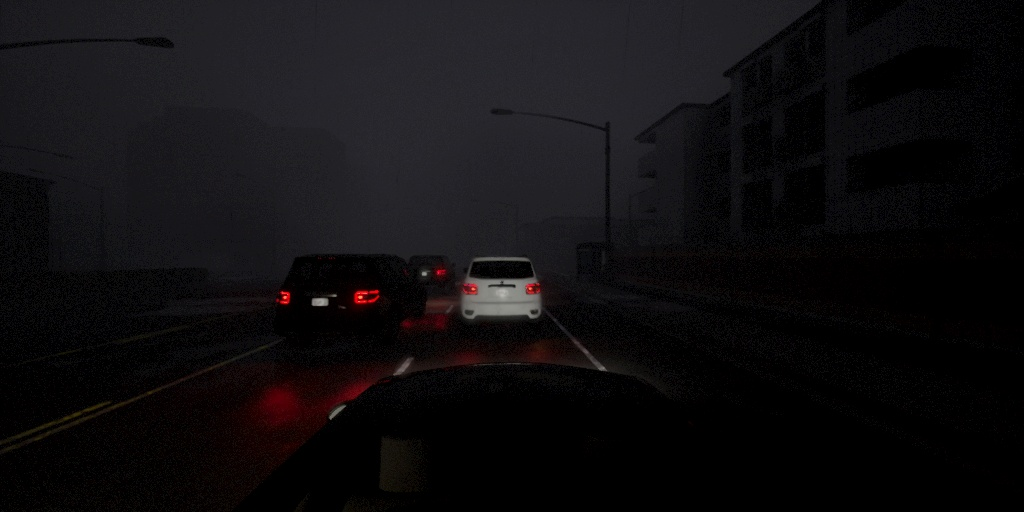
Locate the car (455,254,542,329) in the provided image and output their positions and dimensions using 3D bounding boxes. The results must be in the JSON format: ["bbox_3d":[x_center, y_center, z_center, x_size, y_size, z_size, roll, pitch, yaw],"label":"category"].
[{"bbox_3d":[-0.375,0.967,11.400,2.150,2.045,5.566,0,0,-3],"label":"car"}]

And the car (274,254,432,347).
[{"bbox_3d":[-3.762,0.966,9.447,2.150,2.045,5.566,0,0,-3],"label":"car"}]

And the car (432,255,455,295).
[{"bbox_3d":[-4.385,0.959,19.790,2.150,2.045,5.566,0,0,-4],"label":"car"}]
